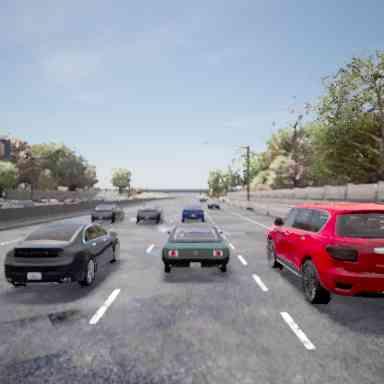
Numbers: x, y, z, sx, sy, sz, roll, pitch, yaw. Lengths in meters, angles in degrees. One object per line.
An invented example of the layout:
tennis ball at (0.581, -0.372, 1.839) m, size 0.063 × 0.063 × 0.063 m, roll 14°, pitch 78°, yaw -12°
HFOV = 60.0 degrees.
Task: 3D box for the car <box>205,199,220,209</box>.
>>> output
car at (3.476, 2.132, 55.059) m, size 1.895 × 1.301 × 4.718 m, roll 0°, pitch -1°, yaw 0°

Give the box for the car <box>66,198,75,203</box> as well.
car at (-28.034, 2.024, 76.938) m, size 1.812 × 1.442 × 4.674 m, roll 0°, pitch -1°, yaw 0°

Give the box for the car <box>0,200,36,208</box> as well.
car at (-17.606, 1.679, 33.808) m, size 2.097 × 1.767 × 4.553 m, roll 0°, pitch -1°, yaw 0°

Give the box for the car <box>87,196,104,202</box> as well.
car at (-21.033, 1.913, 74.283) m, size 2.150 × 2.045 × 5.566 m, roll 0°, pitch -1°, yaw 0°

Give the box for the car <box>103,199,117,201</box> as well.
car at (-17.533, 2.228, 74.311) m, size 2.033 × 1.411 × 5.357 m, roll 0°, pitch -1°, yaw 0°

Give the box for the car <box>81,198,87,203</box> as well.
car at (-24.534, 1.977, 76.940) m, size 1.882 × 1.535 × 5.008 m, roll 0°, pitch -1°, yaw 0°

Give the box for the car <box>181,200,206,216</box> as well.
car at (0.090, 1.760, 29.251) m, size 1.882 × 1.535 × 5.008 m, roll 0°, pitch -1°, yaw 0°

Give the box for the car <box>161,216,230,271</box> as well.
car at (0.098, 1.709, 11.209) m, size 1.895 × 1.301 × 4.718 m, roll 0°, pitch -1°, yaw 0°

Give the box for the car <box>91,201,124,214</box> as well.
car at (-6.911, 1.758, 27.601) m, size 2.128 × 1.511 × 4.902 m, roll 0°, pitch -1°, yaw 0°

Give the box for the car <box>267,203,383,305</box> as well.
car at (3.486, 1.282, 8.419) m, size 2.150 × 2.045 × 5.566 m, roll 0°, pitch -1°, yaw 0°

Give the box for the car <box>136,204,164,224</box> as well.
car at (-3.410, 1.758, 27.599) m, size 2.128 × 1.511 × 4.902 m, roll 0°, pitch -1°, yaw 0°

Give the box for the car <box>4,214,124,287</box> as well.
car at (-3.405, 1.597, 9.602) m, size 1.837 × 1.490 × 4.892 m, roll 0°, pitch -1°, yaw 0°
